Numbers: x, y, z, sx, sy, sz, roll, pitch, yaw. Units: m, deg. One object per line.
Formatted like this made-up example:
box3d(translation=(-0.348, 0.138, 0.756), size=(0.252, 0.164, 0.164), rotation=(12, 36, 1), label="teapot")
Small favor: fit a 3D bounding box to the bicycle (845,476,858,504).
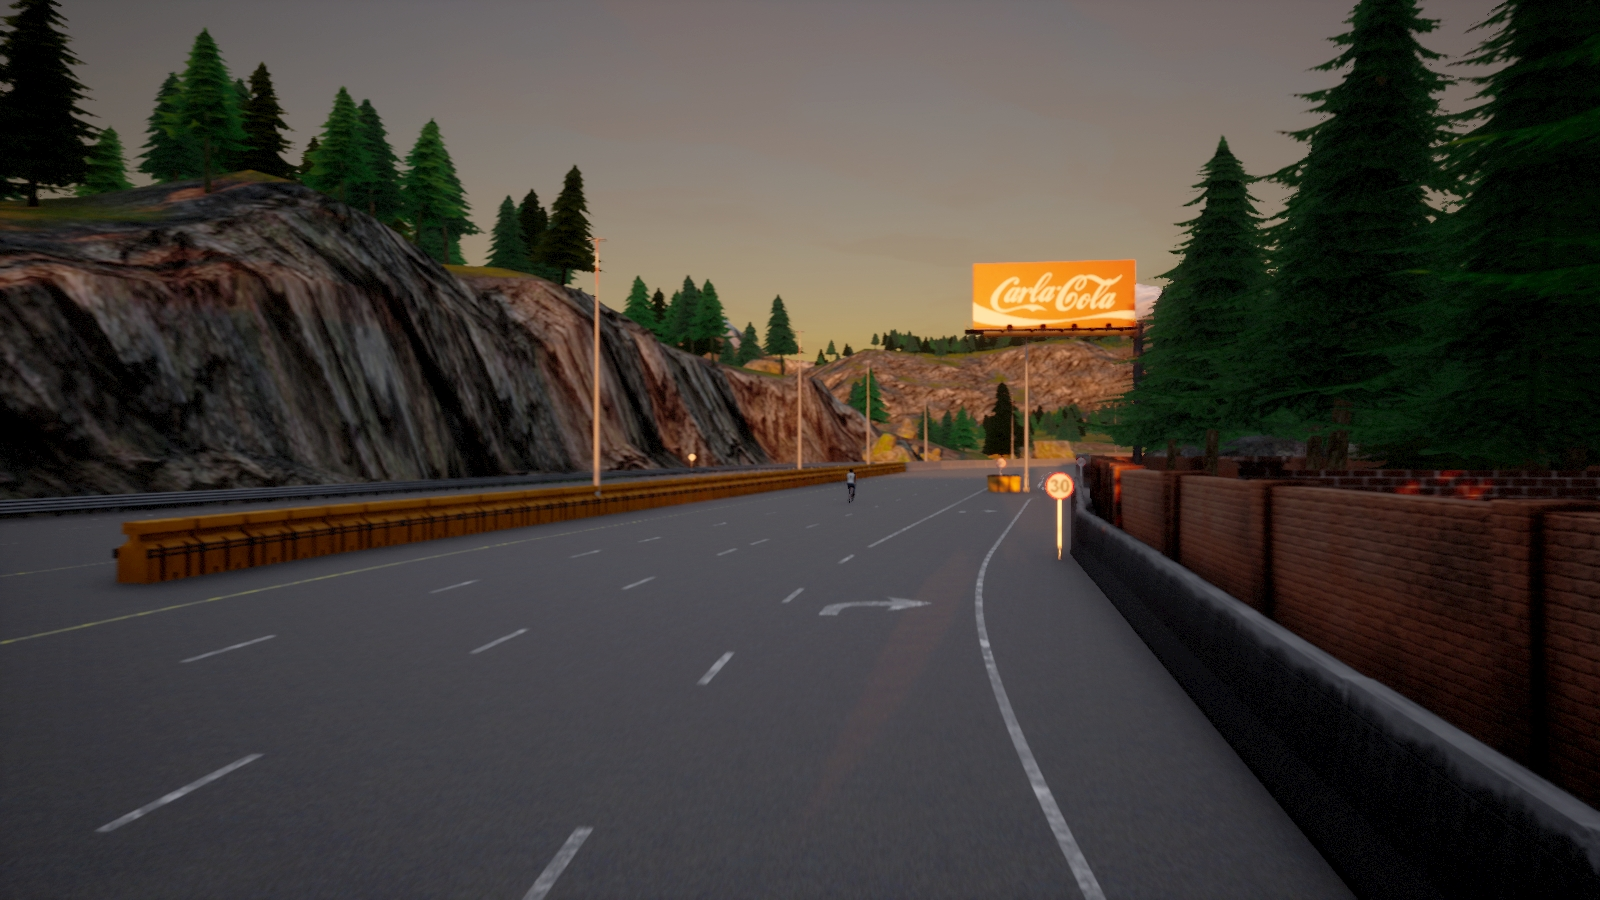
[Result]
box3d(translation=(2.660, 2.038, 58.795), size=(0.373, 1.414, 1.643), rotation=(0, 0, 13), label="bicycle")
